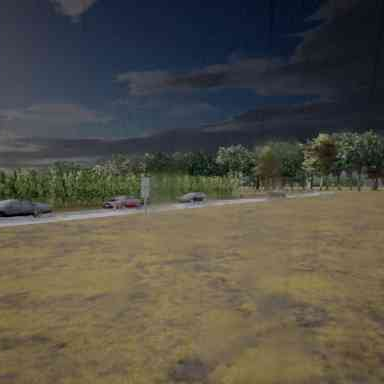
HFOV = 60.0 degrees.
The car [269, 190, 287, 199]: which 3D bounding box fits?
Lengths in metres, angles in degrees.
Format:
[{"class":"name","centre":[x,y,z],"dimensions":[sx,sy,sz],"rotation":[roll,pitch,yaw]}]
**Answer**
[{"class":"car","centre":[15.479,0.345,59.880],"dimensions":[1.882,1.535,5.008],"rotation":[0,1,35]}]

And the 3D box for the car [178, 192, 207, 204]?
[{"class":"car","centre":[0.162,0.785,43.244],"dimensions":[1.837,1.490,4.892],"rotation":[0,1,35]}]

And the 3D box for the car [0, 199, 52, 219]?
[{"class":"car","centre":[-13.085,1.257,24.402],"dimensions":[2.033,1.411,5.357],"rotation":[0,1,34]}]

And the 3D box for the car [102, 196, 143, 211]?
[{"class":"car","centre":[-6.906,1.071,33.248],"dimensions":[1.994,1.385,4.181],"rotation":[0,1,35]}]
